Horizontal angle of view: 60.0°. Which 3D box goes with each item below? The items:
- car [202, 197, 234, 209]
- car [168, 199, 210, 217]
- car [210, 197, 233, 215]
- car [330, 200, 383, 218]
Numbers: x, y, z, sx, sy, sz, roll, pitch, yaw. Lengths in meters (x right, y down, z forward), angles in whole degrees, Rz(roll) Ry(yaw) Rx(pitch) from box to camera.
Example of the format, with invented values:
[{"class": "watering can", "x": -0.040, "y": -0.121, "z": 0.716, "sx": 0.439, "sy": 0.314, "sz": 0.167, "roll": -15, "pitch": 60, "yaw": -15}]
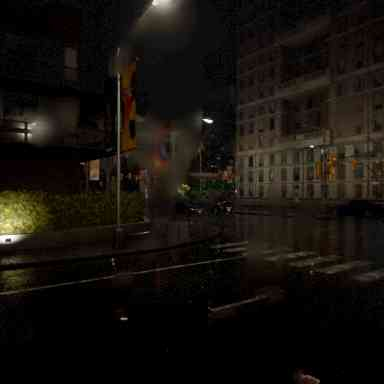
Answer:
[{"class": "car", "x": 3.558, "y": 1.501, "z": 46.468, "sx": 1.837, "sy": 1.490, "sz": 4.892, "roll": 0, "pitch": -1, "yaw": -35}, {"class": "car", "x": -0.621, "y": 1.526, "z": 32.112, "sx": 1.812, "sy": 1.442, "sz": 4.674, "roll": 0, "pitch": 0, "yaw": -35}, {"class": "car", "x": 2.170, "y": 1.491, "z": 34.229, "sx": 2.128, "sy": 1.511, "sz": 4.902, "roll": 0, "pitch": 0, "yaw": -35}, {"class": "car", "x": 15.023, "y": 1.477, "z": 30.221, "sx": 1.882, "sy": 1.535, "sz": 5.008, "roll": 0, "pitch": 0, "yaw": -35}]
